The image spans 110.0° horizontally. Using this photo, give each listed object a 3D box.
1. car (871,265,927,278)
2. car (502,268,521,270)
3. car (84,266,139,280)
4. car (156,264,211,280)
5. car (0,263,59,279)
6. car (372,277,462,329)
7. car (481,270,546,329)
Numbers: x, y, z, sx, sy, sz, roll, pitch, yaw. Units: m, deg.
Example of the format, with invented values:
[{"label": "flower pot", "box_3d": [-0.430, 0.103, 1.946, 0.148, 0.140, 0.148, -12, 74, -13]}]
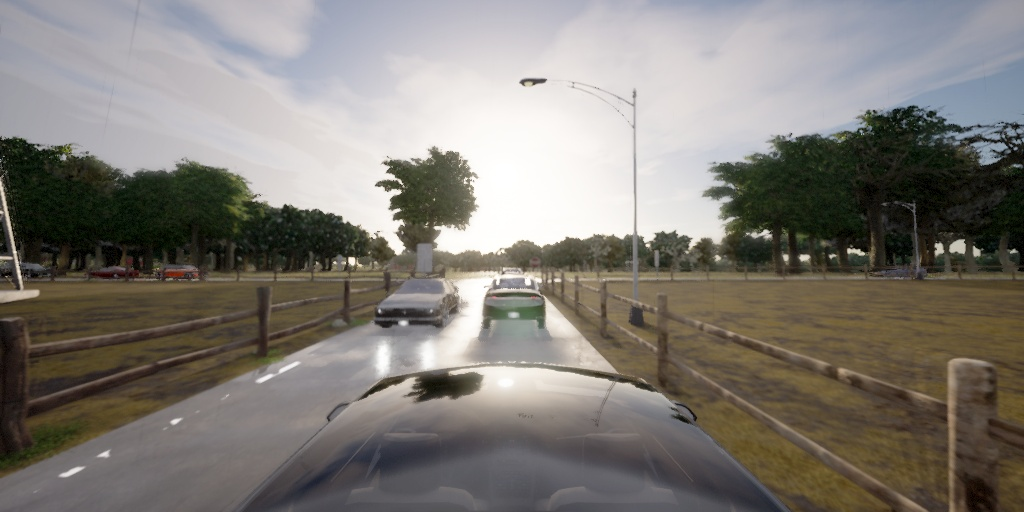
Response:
[{"label": "car", "box_3d": [42.013, 1.719, 39.015, 4.181, 1.385, 1.994, -1, -3, 13]}, {"label": "car", "box_3d": [-0.041, 1.633, 26.094, 2.128, 1.511, 4.902, 0, -1, -2]}, {"label": "car", "box_3d": [-46.156, 1.956, 41.339, 5.008, 1.535, 1.882, 0, -2, 0]}, {"label": "car", "box_3d": [-35.173, 1.711, 38.502, 4.553, 1.767, 2.097, 0, -2, 0]}, {"label": "car", "box_3d": [-51.956, 1.514, 38.548, 4.553, 1.767, 2.097, 0, -2, 0]}, {"label": "car", "box_3d": [-2.873, 1.444, 12.180, 2.033, 1.411, 5.357, 0, -1, 0]}, {"label": "car", "box_3d": [0.057, 1.385, 11.921, 2.128, 1.511, 4.902, 0, -1, 0]}]
